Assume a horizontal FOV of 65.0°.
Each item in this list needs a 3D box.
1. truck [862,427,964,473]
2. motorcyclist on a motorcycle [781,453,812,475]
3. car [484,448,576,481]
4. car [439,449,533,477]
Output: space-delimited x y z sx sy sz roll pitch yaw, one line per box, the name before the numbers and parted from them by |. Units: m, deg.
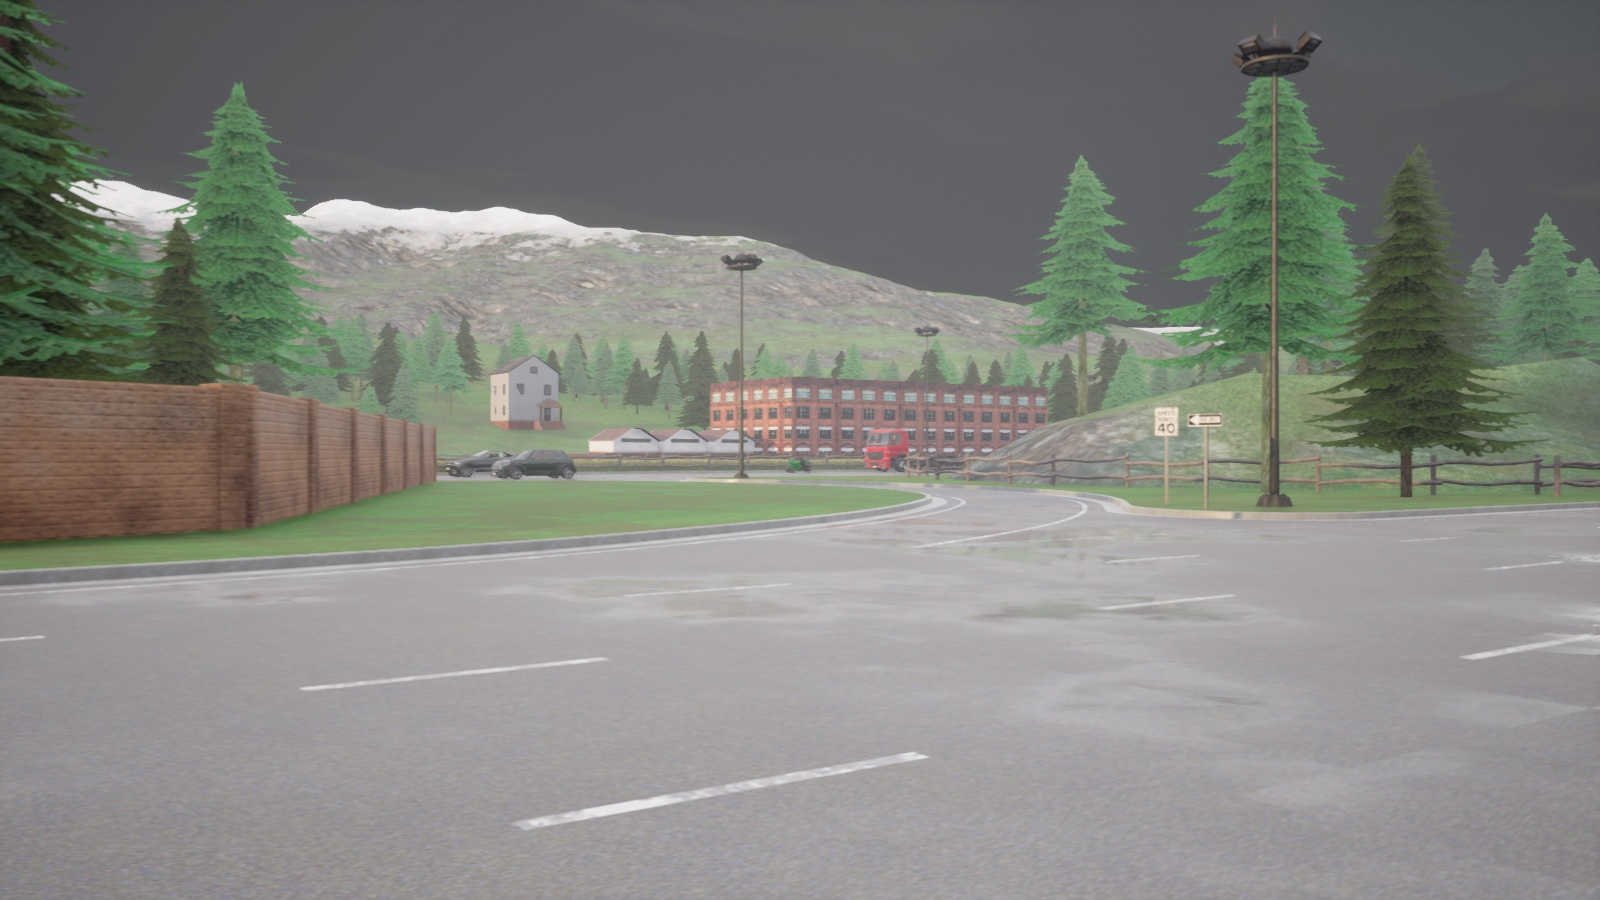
truck | 8.924 -0.014 98.859 7.936 3.462 2.891 0 0 -34
motorcyclist on a motorcycle | -0.257 0.944 88.258 2.044 1.523 0.797 0 0 -35
car | -14.951 0.805 69.575 4.553 1.767 2.097 0 0 -35
car | -18.833 0.748 75.402 5.027 1.651 2.152 0 0 -35
